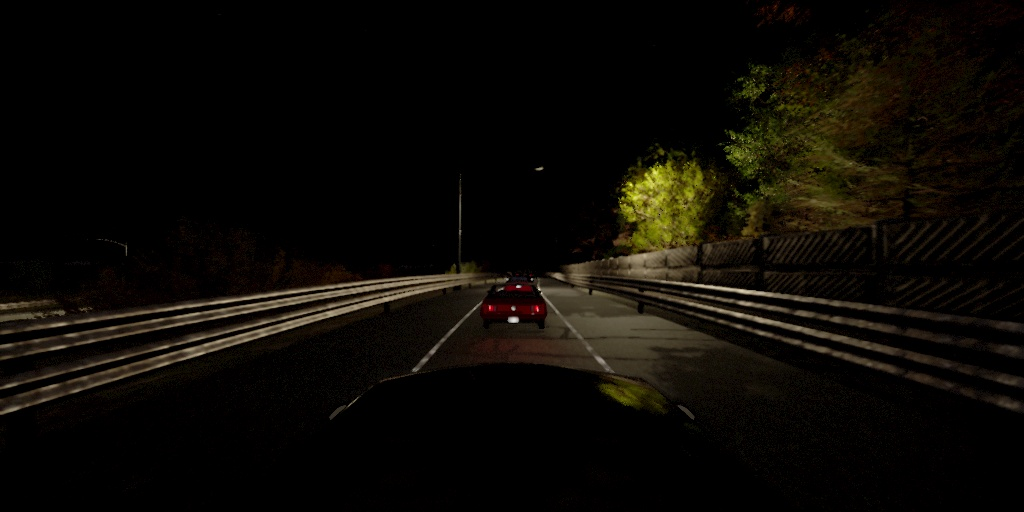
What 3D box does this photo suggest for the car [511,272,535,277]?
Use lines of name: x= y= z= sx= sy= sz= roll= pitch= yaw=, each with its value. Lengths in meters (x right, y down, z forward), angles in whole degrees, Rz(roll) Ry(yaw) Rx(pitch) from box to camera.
car: x=0.535 y=2.003 z=24.903 sx=1.994 sy=1.385 sz=4.181 roll=0 pitch=-3 yaw=2

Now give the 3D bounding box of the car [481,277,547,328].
car: x=0.081 y=1.554 z=12.206 sx=1.895 sy=1.301 sz=4.718 roll=0 pitch=-2 yaw=1

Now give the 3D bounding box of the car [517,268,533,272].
car: x=1.592 y=2.449 z=43.273 sx=2.150 sy=2.045 sz=5.566 roll=0 pitch=-2 yaw=4
